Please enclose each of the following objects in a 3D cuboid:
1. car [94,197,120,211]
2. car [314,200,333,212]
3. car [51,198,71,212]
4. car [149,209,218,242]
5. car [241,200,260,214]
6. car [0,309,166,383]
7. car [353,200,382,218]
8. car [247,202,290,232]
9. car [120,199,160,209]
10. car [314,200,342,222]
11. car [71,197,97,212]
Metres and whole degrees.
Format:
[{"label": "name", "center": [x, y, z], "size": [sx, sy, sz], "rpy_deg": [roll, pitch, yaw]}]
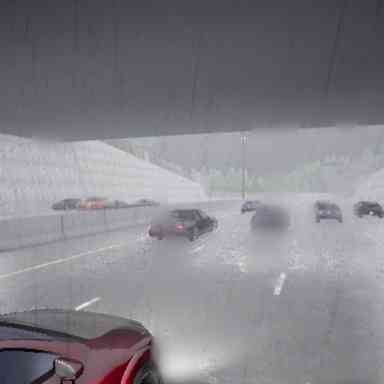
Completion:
[{"label": "car", "center": [-8.224, 1.552, 36.191], "size": [1.994, 1.385, 4.181], "rpy_deg": [0, 0, 20]}, {"label": "car", "center": [15.375, 1.591, 39.079], "size": [1.895, 1.301, 4.718], "rpy_deg": [0, 0, 20]}, {"label": "car", "center": [-14.483, 1.491, 39.462], "size": [1.837, 1.490, 4.892], "rpy_deg": [0, 0, 20]}, {"label": "car", "center": [-0.248, 1.542, 16.577], "size": [2.033, 1.411, 5.357], "rpy_deg": [0, 0, 20]}, {"label": "car", "center": [6.476, 1.538, 35.085], "size": [2.033, 1.411, 5.357], "rpy_deg": [0, 0, 20]}, {"label": "car", "center": [-1.780, 1.563, 2.159], "size": [1.994, 1.385, 4.181], "rpy_deg": [0, 0, 20]}, {"label": "car", "center": [15.815, 1.496, 30.039], "size": [1.837, 1.490, 4.892], "rpy_deg": [0, -1, 20]}, {"label": "car", "center": [4.928, 1.558, 20.577], "size": [1.994, 1.385, 4.181], "rpy_deg": [0, 0, 20]}, {"label": "car", "center": [-5.018, 1.480, 34.767], "size": [2.128, 1.511, 4.902], "rpy_deg": [0, 0, 20]}, {"label": "car", "center": [10.652, 1.541, 26.078], "size": [2.033, 1.411, 5.357], "rpy_deg": [0, 0, 20]}, {"label": "car", "center": [-11.240, 1.339, 38.134], "size": [2.097, 1.767, 4.553], "rpy_deg": [0, 0, 20]}]
